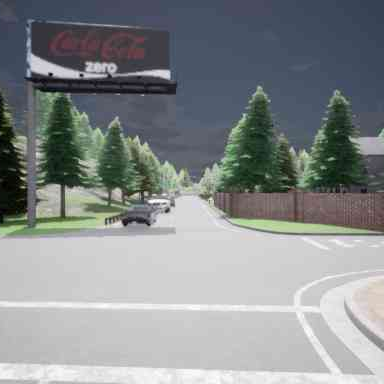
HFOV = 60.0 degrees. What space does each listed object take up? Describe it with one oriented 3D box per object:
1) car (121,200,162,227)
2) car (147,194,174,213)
[{"bbox_3d":[-3.587,1.548,23.378,2.033,1.411,5.357,0,0,0],"label":"car"},{"bbox_3d":[-3.581,1.223,36.659,2.150,2.045,5.566,0,0,1],"label":"car"}]
